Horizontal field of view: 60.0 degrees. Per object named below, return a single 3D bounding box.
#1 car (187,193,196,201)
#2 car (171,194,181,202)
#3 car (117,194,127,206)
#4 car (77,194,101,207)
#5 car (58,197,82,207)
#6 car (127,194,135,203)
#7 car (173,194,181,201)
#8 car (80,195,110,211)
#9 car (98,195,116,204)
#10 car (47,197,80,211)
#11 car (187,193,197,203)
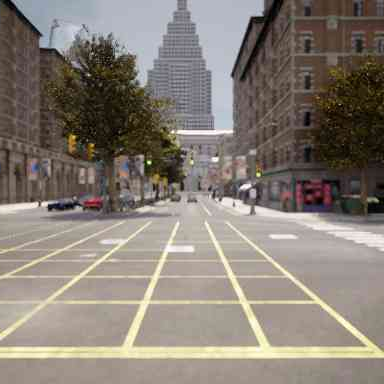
[{"bbox_3d":[-0.010,1.133,79.413,2.097,1.767,4.553,0,0,0],"label":"car"},{"bbox_3d":[-3.509,1.345,69.845,2.033,1.411,5.357,0,0,0],"label":"car"},{"bbox_3d":[-11.506,1.365,49.737,1.837,1.490,4.892,0,0,0],"label":"car"},{"bbox_3d":[-15.006,1.215,48.821,2.097,1.767,4.553,0,0,0],"label":"car"},{"bbox_3d":[-18.256,1.455,49.827,1.895,1.301,4.718,0,0,0],"label":"car"},{"bbox_3d":[-11.508,1.184,59.726,2.097,1.767,4.553,0,0,0],"label":"car"},{"bbox_3d":[-3.510,1.278,79.330,1.837,1.490,4.892,0,0,0],"label":"car"},{"bbox_3d":[-11.574,1.365,39.940,1.882,1.535,5.008,0,0,0],"label":"car"},{"bbox_3d":[-15.008,1.312,58.921,1.882,1.535,5.008,0,0,0],"label":"car"},{"bbox_3d":[-15.077,1.492,38.714,1.895,1.301,4.718,0,0,0],"label":"car"},{"bbox_3d":[0.091,1.365,65.207,2.033,1.411,5.357,0,0,0],"label":"car"}]
